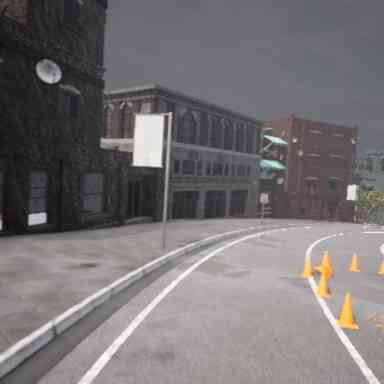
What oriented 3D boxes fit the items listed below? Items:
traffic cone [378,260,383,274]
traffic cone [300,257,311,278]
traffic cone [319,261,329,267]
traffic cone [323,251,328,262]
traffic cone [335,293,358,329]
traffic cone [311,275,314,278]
[{"bbox_3d":[6.829,2.604,11.799,0.340,0.580,0.340,5,-1,9],"label":"traffic cone"},{"bbox_3d":[3.577,2.318,10.289,0.340,0.580,0.340,4,-1,9],"label":"traffic cone"},{"bbox_3d":[4.078,2.480,10.599,0.340,0.340,0.580,5,-1,-23],"label":"traffic cone"},{"bbox_3d":[4.865,2.441,12.103,0.340,0.580,0.340,5,-1,9],"label":"traffic cone"},{"bbox_3d":[2.958,2.228,6.338,0.340,0.580,0.340,4,-1,9],"label":"traffic cone"},{"bbox_3d":[3.268,2.274,8.313,0.340,0.580,0.340,4,-1,9],"label":"traffic cone"}]
